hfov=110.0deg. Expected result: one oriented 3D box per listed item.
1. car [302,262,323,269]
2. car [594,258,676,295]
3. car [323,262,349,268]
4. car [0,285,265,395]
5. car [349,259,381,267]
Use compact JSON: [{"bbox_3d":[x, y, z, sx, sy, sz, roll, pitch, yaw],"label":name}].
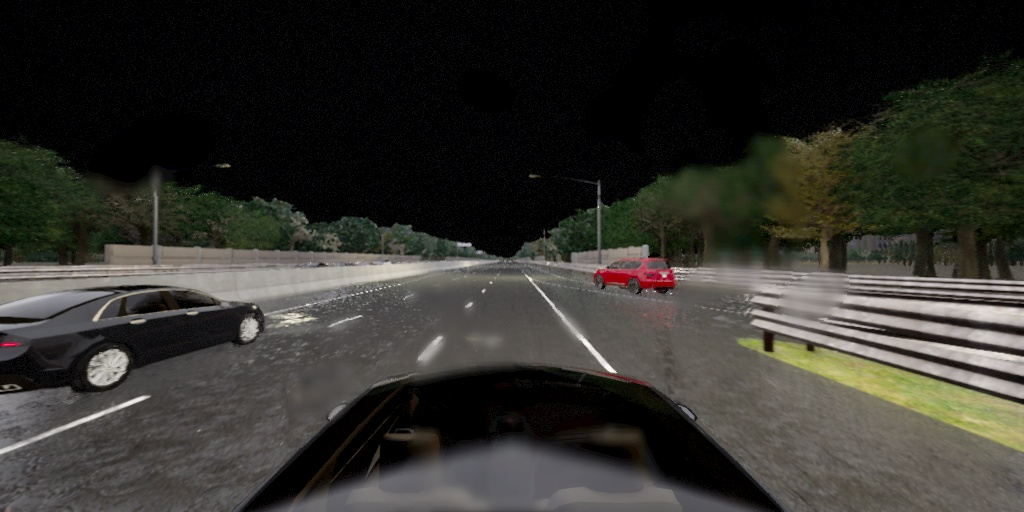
[{"bbox_3d":[-28.092,1.672,51.431,1.837,1.490,4.892,0,0,0],"label":"car"},{"bbox_3d":[7.172,1.158,21.575,2.150,2.045,5.566,0,0,-20],"label":"car"},{"bbox_3d":[-24.596,1.662,51.765,2.128,1.511,4.902,0,0,0],"label":"car"},{"bbox_3d":[-6.903,1.292,6.723,1.837,1.490,4.892,0,0,0],"label":"car"},{"bbox_3d":[-21.100,1.648,51.774,1.882,1.535,5.008,0,0,0],"label":"car"}]
